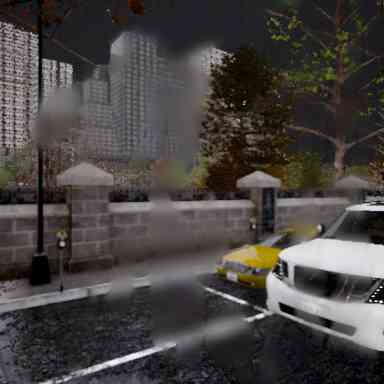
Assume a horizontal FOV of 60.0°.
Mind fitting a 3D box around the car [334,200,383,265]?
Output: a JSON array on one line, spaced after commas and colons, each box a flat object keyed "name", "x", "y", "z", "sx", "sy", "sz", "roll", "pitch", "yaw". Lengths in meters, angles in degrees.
[{"name": "car", "x": 7.550, "y": 1.268, "z": 11.937, "sx": 5.009, "sy": 1.841, "sz": 2.192, "roll": 0, "pitch": 0, "yaw": -35}]

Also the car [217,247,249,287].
[{"name": "car", "x": 2.828, "y": 1.498, "z": 8.571, "sx": 4.829, "sy": 1.417, "sz": 1.752, "roll": 0, "pitch": 0, "yaw": -35}]

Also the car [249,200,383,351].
[{"name": "car", "x": 3.844, "y": 1.197, "z": 6.106, "sx": 5.566, "sy": 2.045, "sz": 2.150, "roll": 0, "pitch": 0, "yaw": -36}]
